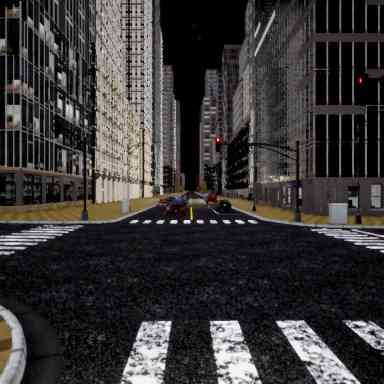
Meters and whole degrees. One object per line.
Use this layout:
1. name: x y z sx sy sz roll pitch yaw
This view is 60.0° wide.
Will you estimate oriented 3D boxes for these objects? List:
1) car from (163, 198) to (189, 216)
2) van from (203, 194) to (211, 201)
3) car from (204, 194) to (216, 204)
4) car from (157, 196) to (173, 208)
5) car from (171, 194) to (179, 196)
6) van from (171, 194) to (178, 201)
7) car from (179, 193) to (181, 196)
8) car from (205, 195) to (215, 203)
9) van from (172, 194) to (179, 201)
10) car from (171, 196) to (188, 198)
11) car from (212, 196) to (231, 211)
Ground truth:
1. car: -1.521 1.581 33.120 1.994 1.385 4.181 0 0 0
2. van: 3.667 1.321 80.482 1.690 1.788 3.998 0 0 0
3. car: 3.747 1.313 63.899 2.192 1.841 5.009 0 0 0
4. car: -4.053 1.593 47.278 1.802 1.307 4.206 0 0 0
5. car: -4.133 1.564 63.861 1.947 1.339 4.313 0 0 0
6. van: -4.213 1.321 80.444 1.690 1.788 3.998 0 0 0
7. car: -1.586 1.541 67.487 2.033 1.411 5.357 0 0 0
8. car: 3.721 1.432 69.427 1.967 1.590 4.097 0 0 0
9. van: -4.239 1.315 85.971 1.690 1.788 3.998 0 0 0
10. car: -1.581 1.612 46.130 1.895 1.301 4.718 0 0 0
11. car: 3.903 1.579 41.790 1.947 1.339 4.313 0 0 0
